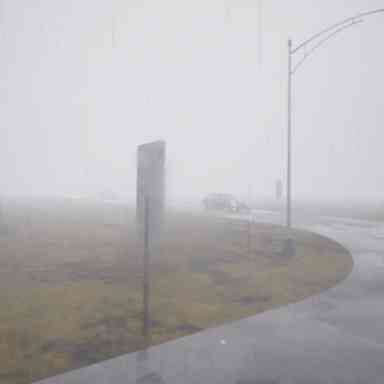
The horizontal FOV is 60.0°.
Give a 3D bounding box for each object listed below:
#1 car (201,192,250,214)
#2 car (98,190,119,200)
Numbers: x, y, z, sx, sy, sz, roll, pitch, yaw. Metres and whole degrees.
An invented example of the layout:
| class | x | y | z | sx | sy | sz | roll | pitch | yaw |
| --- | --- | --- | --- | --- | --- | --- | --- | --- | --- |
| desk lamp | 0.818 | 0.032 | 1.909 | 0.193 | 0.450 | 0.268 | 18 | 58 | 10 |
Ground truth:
| class | x | y | z | sx | sy | sz | roll | pitch | yaw |
| --- | --- | --- | --- | --- | --- | --- | --- | --- | --- |
| car | 2.769 | 0.873 | 28.025 | 2.097 | 1.767 | 4.553 | 2 | 0 | -35 |
| car | -12.586 | 0.425 | 49.907 | 1.837 | 1.490 | 4.892 | 2 | 0 | -35 |
